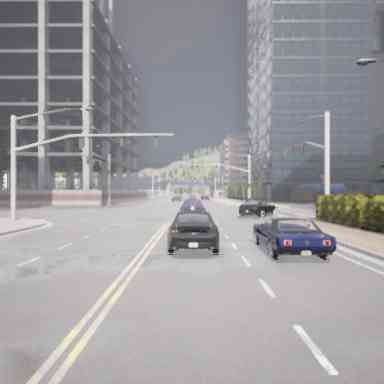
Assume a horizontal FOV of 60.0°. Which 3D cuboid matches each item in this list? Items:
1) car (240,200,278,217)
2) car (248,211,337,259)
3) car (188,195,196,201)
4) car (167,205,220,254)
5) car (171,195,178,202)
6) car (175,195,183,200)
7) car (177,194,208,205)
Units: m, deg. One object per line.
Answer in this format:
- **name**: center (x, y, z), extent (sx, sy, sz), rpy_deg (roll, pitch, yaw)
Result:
- **car**: center (6.057, 1.461, 29.935), extent (1.882, 1.535, 5.008), rpy_deg (-2, -1, 35)
- **car**: center (3.557, 1.594, 12.502), extent (1.895, 1.301, 4.718), rpy_deg (0, 0, 0)
- **car**: center (-0.026, 1.490, 87.110), extent (2.033, 1.411, 5.357), rpy_deg (0, 0, 0)
- **car**: center (0.061, 1.497, 13.336), extent (1.837, 1.490, 4.892), rpy_deg (0, 0, 0)
- **car**: center (-3.522, 1.512, 72.955), extent (1.994, 1.385, 4.181), rpy_deg (0, 0, 0)
- **car**: center (-3.527, 1.459, 88.600), extent (1.994, 1.385, 4.181), rpy_deg (0, 0, 0)
- **car**: center (0.058, 1.335, 28.379), extent (2.097, 1.767, 4.553), rpy_deg (0, 0, 0)
